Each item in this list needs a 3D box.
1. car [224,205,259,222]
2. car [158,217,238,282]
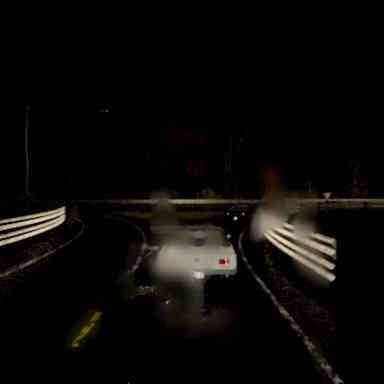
[{"bbox_3d":[4.346,1.786,28.184,1.895,1.301,4.718,0,0,24],"label":"car"},{"bbox_3d":[0.233,1.667,9.983,1.895,1.301,4.718,0,0,2],"label":"car"}]
